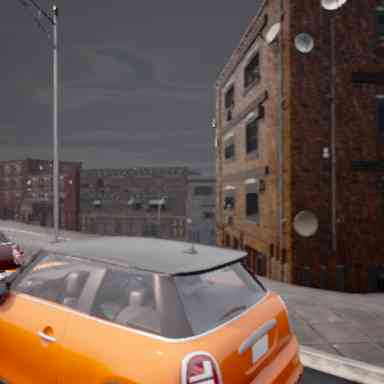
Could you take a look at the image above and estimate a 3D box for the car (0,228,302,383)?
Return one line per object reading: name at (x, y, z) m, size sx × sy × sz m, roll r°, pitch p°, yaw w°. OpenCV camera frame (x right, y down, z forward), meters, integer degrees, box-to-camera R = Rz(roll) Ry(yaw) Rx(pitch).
car at (-1.149, 1.342, 4.071) m, size 4.553 × 1.767 × 2.185 m, roll 0°, pitch 0°, yaw 36°
